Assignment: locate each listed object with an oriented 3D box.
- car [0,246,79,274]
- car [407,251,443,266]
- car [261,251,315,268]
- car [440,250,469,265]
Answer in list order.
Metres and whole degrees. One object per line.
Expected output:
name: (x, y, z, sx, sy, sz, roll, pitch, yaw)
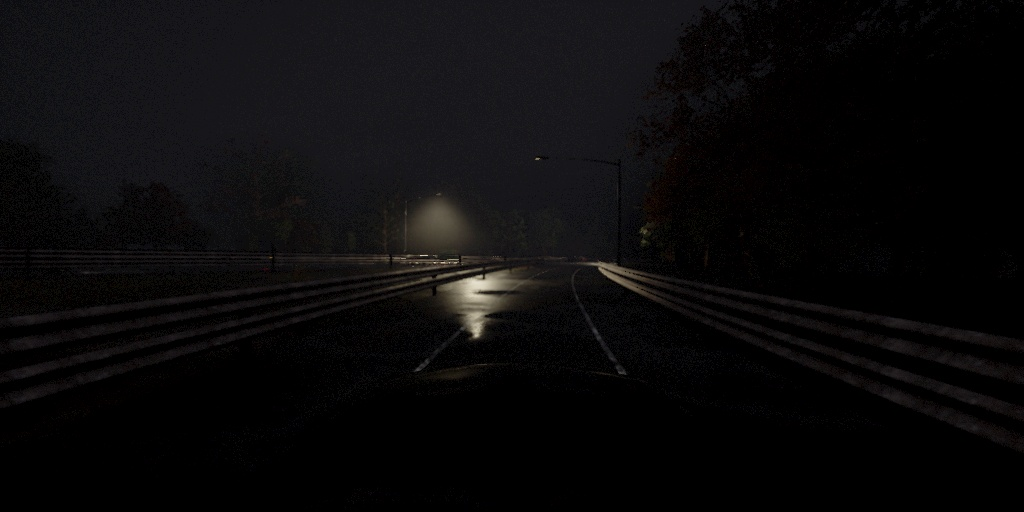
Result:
car: (-26.364, 0.201, 19.076, 1.994, 1.385, 4.181, 0, 0, 31)
car: (-11.114, 0.458, 44.571, 1.994, 1.385, 4.181, 0, 0, 31)
car: (-21.293, 0.283, 34.321, 1.812, 1.442, 4.674, 0, 0, 31)
car: (-9.007, 0.165, 54.984, 2.150, 2.045, 5.566, 0, 0, 31)
